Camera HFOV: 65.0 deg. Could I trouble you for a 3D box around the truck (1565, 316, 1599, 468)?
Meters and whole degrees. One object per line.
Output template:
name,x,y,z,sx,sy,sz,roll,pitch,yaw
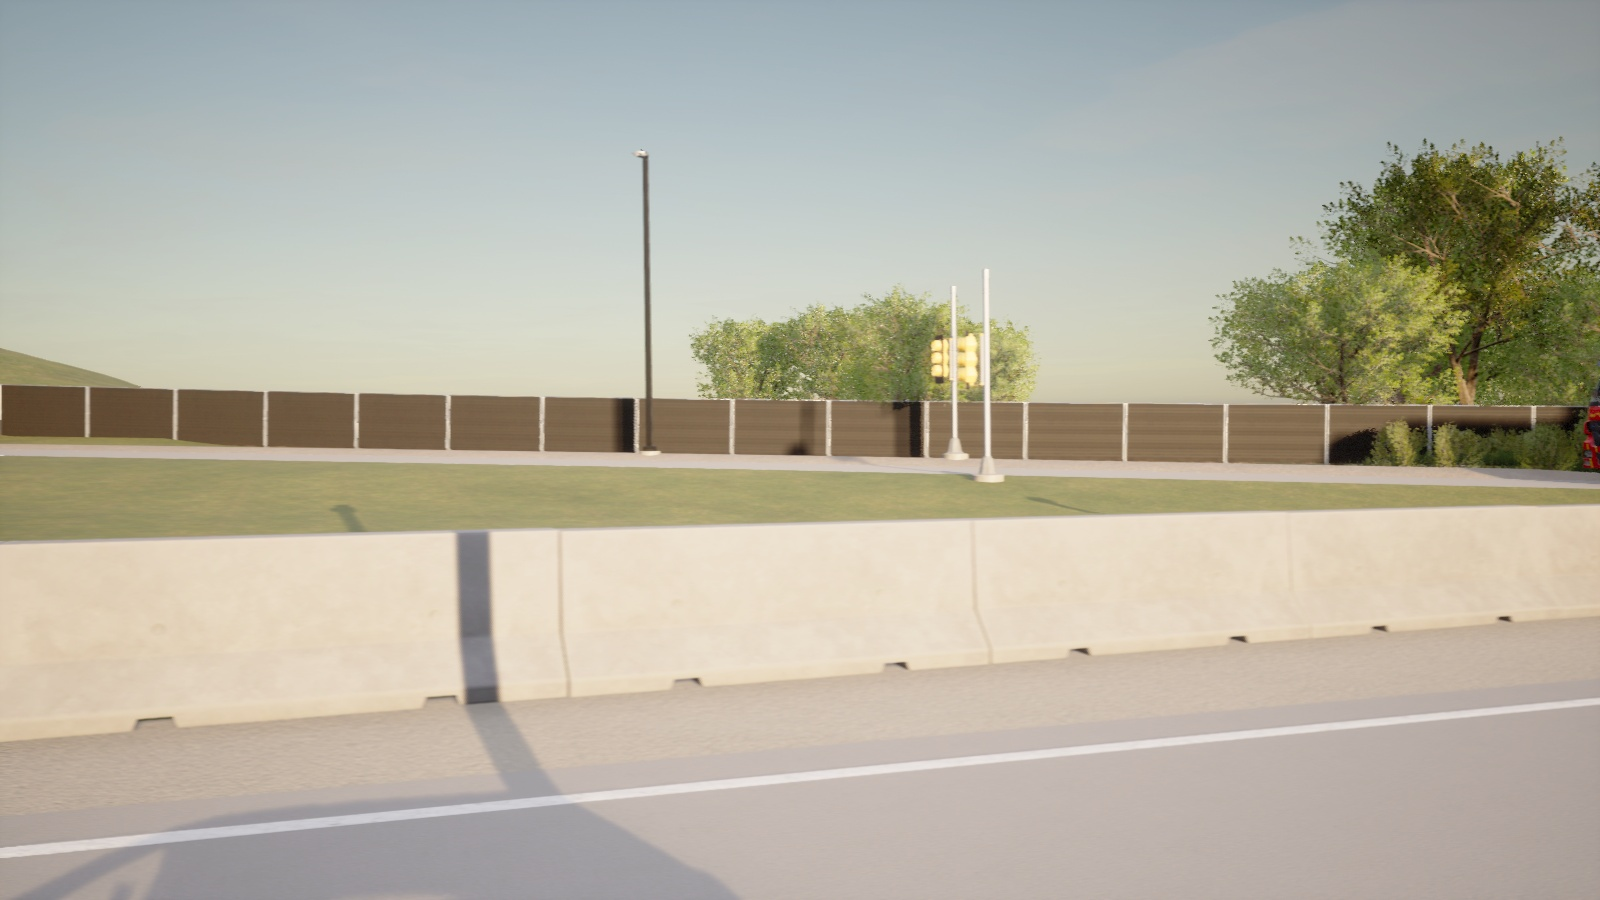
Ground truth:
truck,24.453,-1.476,31.611,8.468,3.827,2.891,0,2,4
